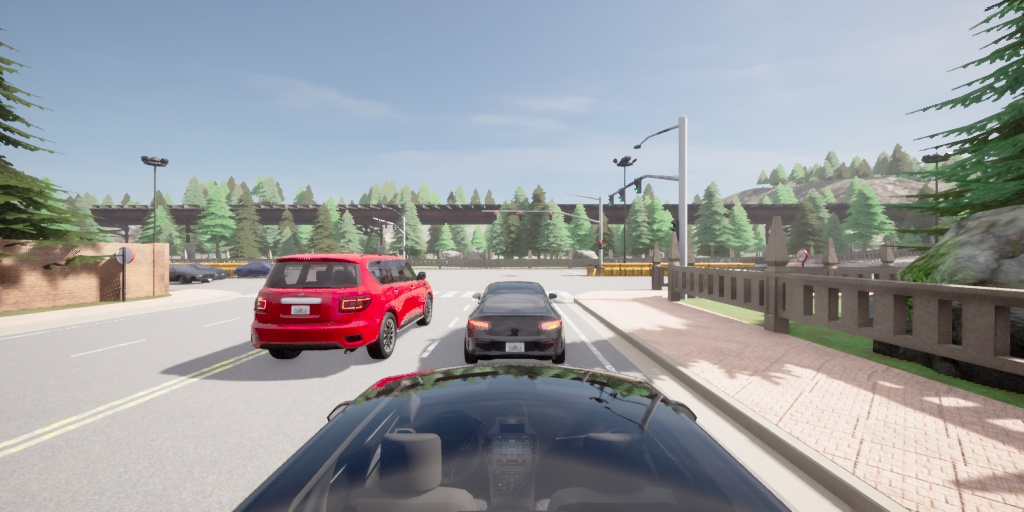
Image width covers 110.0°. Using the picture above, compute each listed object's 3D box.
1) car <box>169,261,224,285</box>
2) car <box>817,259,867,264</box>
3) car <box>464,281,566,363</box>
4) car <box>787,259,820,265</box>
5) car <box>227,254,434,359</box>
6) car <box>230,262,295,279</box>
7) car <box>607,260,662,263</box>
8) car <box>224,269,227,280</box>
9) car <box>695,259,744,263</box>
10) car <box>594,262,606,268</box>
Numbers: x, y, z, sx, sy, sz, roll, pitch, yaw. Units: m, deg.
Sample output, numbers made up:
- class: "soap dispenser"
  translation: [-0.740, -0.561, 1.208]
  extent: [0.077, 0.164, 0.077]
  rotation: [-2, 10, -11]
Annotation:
- class: "car"
  translation: [-24.188, 1.298, 25.581]
  extent: [5.357, 1.411, 2.033]
  rotation: [0, 0, 0]
- class: "car"
  translation: [37.173, 1.226, 39.564]
  extent: [4.718, 1.301, 1.895]
  rotation: [-2, 0, 0]
- class: "car"
  translation: [0.061, 1.276, 7.969]
  extent: [1.812, 1.442, 4.674]
  rotation: [0, 0, 0]
- class: "car"
  translation: [36.377, 1.123, 43.063]
  extent: [5.008, 1.535, 1.882]
  rotation: [-1, 0, 0]
- class: "car"
  translation: [-3.441, 0.971, 8.520]
  extent: [2.150, 2.045, 5.566]
  rotation: [0, 0, 0]
- class: "car"
  translation: [-22.578, 1.275, 32.572]
  extent: [4.674, 1.442, 1.812]
  rotation: [0, 0, 0]
- class: "car"
  translation: [13.404, 1.228, 39.618]
  extent: [5.008, 1.535, 1.882]
  rotation: [0, 0, 0]
- class: "car"
  translation: [-25.424, 1.314, 29.086]
  extent: [4.181, 1.385, 1.994]
  rotation: [0, 0, 0]
- class: "car"
  translation: [22.425, 1.102, 39.584]
  extent: [4.553, 1.767, 2.097]
  rotation: [0, 0, 0]
- class: "car"
  translation: [13.129, 1.241, 46.618]
  extent: [4.902, 1.511, 2.128]
  rotation: [0, 0, 0]
